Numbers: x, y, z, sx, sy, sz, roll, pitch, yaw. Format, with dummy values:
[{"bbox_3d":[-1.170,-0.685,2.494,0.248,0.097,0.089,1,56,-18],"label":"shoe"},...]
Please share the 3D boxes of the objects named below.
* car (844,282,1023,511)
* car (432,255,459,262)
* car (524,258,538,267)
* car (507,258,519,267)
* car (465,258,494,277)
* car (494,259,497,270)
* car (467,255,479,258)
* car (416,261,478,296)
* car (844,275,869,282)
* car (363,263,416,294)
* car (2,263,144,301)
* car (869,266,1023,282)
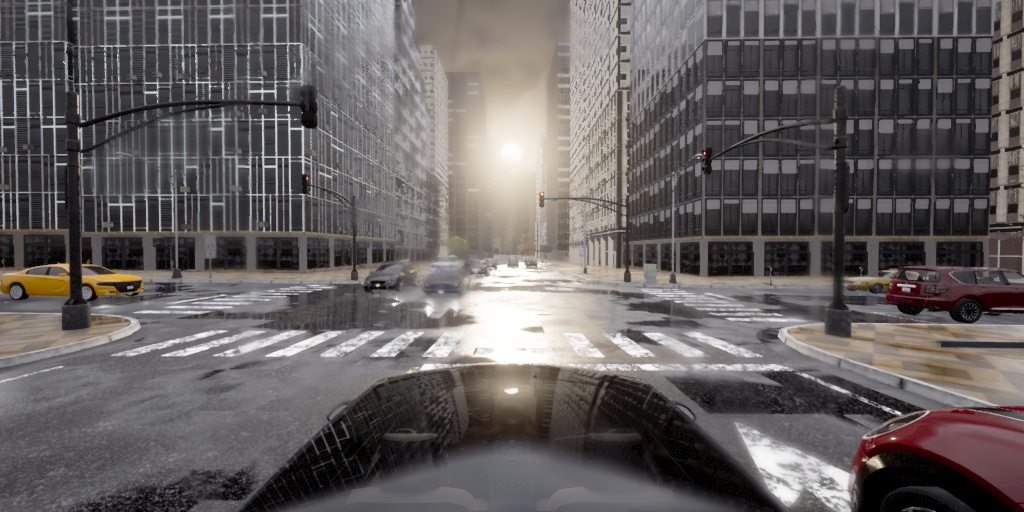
[{"bbox_3d":[3.254,1.103,0.441,2.097,1.767,4.553,0,0,0],"label":"car"},{"bbox_3d":[-6.493,0.952,35.434,2.150,2.045,5.566,0,0,0],"label":"car"},{"bbox_3d":[3.453,1.304,63.411,1.895,1.301,4.718,0,0,0],"label":"car"},{"bbox_3d":[0.203,1.267,63.393,1.994,1.385,4.181,0,0,0],"label":"car"},{"bbox_3d":[-3.241,1.224,35.557,2.128,1.511,4.902,0,0,0],"label":"car"},{"bbox_3d":[-3.171,1.205,53.438,2.128,1.511,4.902,0,0,0],"label":"car"},{"bbox_3d":[-6.390,0.930,58.941,2.150,2.045,5.566,0,0,0],"label":"car"},{"bbox_3d":[-3.281,1.236,19.264,2.033,1.411,5.357,1,1,0],"label":"car"},{"bbox_3d":[21.863,1.409,20.821,4.829,1.417,1.751,0,0,1],"label":"car"},{"bbox_3d":[-6.541,1.153,19.889,1.837,1.490,4.892,0,1,0],"label":"car"},{"bbox_3d":[-19.229,1.086,15.833,5.008,1.535,1.882,1,1,3],"label":"car"},{"bbox_3d":[16.225,1.282,12.555,5.009,1.841,2.192,0,0,1],"label":"car"}]
